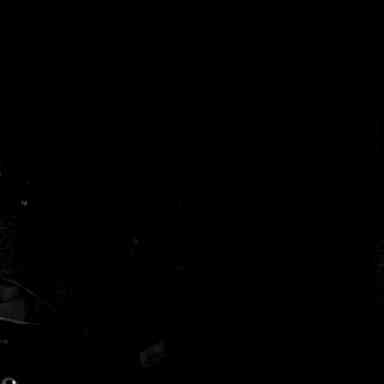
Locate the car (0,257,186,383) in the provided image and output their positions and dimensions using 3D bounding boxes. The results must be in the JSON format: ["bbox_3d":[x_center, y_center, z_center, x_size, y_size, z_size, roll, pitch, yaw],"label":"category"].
[{"bbox_3d":[-2.061,1.545,4.317,4.313,1.339,1.947,0,0,35],"label":"car"}]
